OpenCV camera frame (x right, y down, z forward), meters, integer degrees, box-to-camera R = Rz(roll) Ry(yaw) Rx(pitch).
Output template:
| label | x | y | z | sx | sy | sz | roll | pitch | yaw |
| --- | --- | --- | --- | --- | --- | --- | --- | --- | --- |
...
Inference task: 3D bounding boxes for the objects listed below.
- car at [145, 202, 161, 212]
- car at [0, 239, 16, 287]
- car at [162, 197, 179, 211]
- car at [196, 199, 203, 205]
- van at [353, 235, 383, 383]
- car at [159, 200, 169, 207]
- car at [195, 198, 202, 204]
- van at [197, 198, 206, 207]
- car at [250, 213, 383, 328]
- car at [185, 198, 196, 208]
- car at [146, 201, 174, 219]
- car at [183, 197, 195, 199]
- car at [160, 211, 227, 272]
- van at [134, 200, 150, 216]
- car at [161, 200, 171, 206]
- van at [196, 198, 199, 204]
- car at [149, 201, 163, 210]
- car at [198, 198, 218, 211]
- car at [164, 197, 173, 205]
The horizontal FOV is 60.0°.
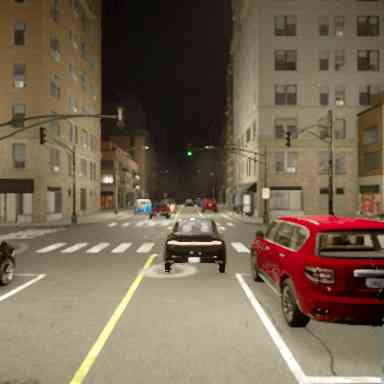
| label | x | y | z | sx | sy | sz | roll | pitch | yaw |
| --- | --- | --- | --- | --- | --- | --- | --- | --- | --- |
| car | -5.829 | 2.153 | 49.811 | 1.947 | 1.339 | 4.313 | 0 | -1 | -1 |
| car | -5.438 | 1.652 | 7.039 | 1.947 | 1.339 | 4.313 | 0 | -1 | -1 |
| car | -3.216 | 1.863 | 43.297 | 2.097 | 1.767 | 4.553 | 0 | -1 | 0 |
| car | 1.908 | 2.553 | 87.893 | 1.752 | 1.417 | 4.829 | 0 | -1 | -1 |
| van | 2.634 | 1.361 | 1.601 | 1.690 | 1.788 | 3.998 | 0 | -1 | -1 |
| car | -6.011 | 2.362 | 71.265 | 1.752 | 1.417 | 4.829 | 0 | -1 | -1 |
| car | 1.858 | 2.529 | 93.129 | 1.967 | 1.590 | 4.097 | 0 | -1 | -1 |
| van | 2.066 | 2.179 | 71.508 | 1.690 | 1.788 | 3.998 | 0 | -1 | -1 |
| car | 2.586 | 1.400 | 7.112 | 2.192 | 1.841 | 5.009 | 0 | -1 | -1 |
| car | -0.450 | 2.361 | 64.774 | 1.895 | 1.301 | 4.718 | 0 | -1 | 0 |
| car | -3.130 | 1.922 | 33.516 | 1.812 | 1.442 | 4.674 | 0 | -1 | 1 |
| car | -0.641 | 2.415 | 74.663 | 2.033 | 1.411 | 5.357 | 0 | -1 | -1 |
| car | 0.135 | 1.627 | 11.310 | 2.128 | 1.511 | 4.902 | 0 | -1 | 2 |
| van | -5.738 | 1.802 | 39.002 | 1.690 | 1.788 | 3.998 | 0 | -1 | -1 |
| car | -6.058 | 2.452 | 76.839 | 2.008 | 1.369 | 4.403 | 0 | -1 | -1 |
| van | 2.171 | 2.053 | 60.697 | 1.690 | 1.788 | 3.998 | 0 | -1 | -1 |
| car | -5.875 | 2.195 | 55.216 | 1.887 | 1.381 | 4.507 | 0 | -1 | -1 |
| car | 2.327 | 1.838 | 44.480 | 2.192 | 1.841 | 5.009 | 0 | -1 | -1 |
| car | -6.150 | 2.342 | 87.653 | 2.192 | 1.841 | 5.009 | 0 | -1 | -1 |
